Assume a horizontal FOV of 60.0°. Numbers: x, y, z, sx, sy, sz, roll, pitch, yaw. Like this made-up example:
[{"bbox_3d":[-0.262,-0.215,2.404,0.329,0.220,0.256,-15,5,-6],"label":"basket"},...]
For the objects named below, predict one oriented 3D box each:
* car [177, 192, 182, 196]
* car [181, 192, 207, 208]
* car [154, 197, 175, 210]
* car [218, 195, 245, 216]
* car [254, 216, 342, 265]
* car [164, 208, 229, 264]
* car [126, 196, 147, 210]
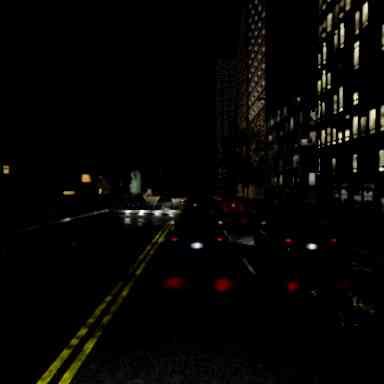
[{"bbox_3d":[-2.756,0.795,79.489,1.837,1.490,4.892,0,0,0],"label":"car"},{"bbox_3d":[0.276,1.142,30.332,2.097,1.767,4.553,0,0,0],"label":"car"},{"bbox_3d":[-3.111,1.263,38.123,1.812,1.442,4.674,0,0,0],"label":"car"},{"bbox_3d":[3.526,1.146,30.328,2.097,1.767,4.553,0,0,0],"label":"car"},{"bbox_3d":[3.397,1.486,11.358,1.994,1.385,4.181,0,0,1],"label":"car"},{"bbox_3d":[0.152,1.481,11.482,1.994,1.385,4.181,0,0,0],"label":"car"},{"bbox_3d":[-6.358,1.237,38.387,1.837,1.490,4.892,0,0,0],"label":"car"}]
